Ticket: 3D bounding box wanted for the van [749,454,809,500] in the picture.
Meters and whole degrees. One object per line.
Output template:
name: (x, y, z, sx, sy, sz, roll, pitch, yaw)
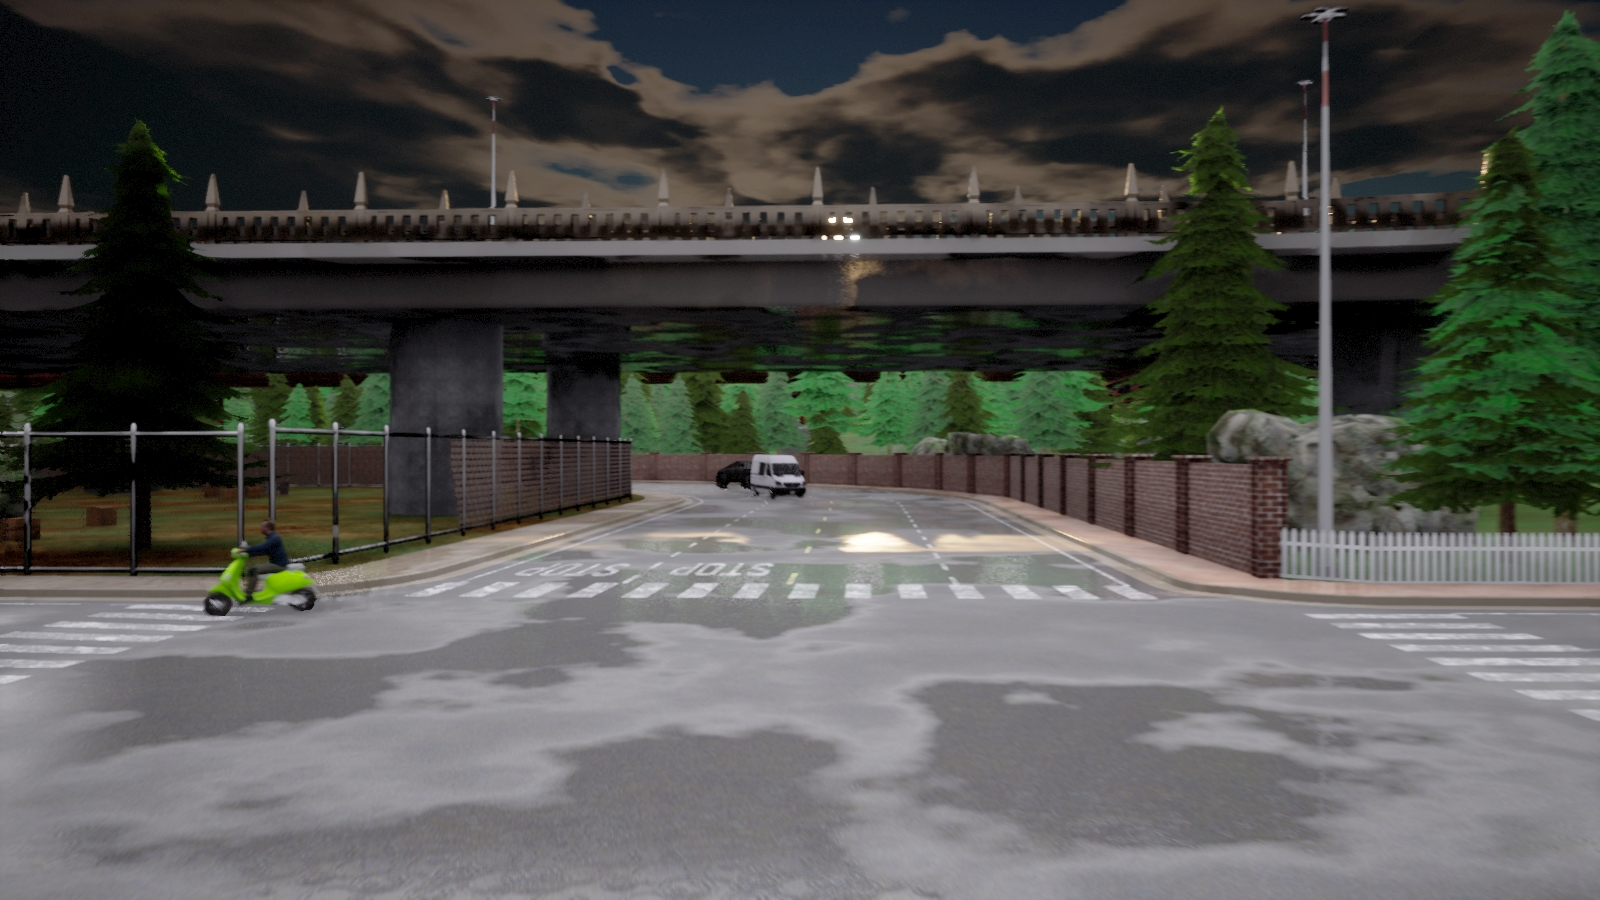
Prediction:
van: (-1.303, 1.564, 68.065, 1.988, 2.561, 5.915, 1, 0, -17)
